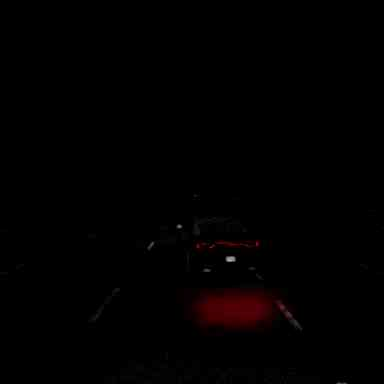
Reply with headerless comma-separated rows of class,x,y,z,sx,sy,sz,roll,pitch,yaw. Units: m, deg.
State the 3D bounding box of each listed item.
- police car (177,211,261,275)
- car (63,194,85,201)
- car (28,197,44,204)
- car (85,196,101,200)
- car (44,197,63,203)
police car,0.593,1.423,10.721,1.930,1.638,5.238,-1,0,-8
car,-20.918,1.390,60.553,2.150,2.045,5.566,0,0,1
car,-27.901,1.647,60.566,1.882,1.535,5.008,0,0,0
car,-17.430,1.695,60.615,1.812,1.442,4.674,0,0,1
car,-24.412,1.673,60.584,1.837,1.490,4.892,0,0,1
